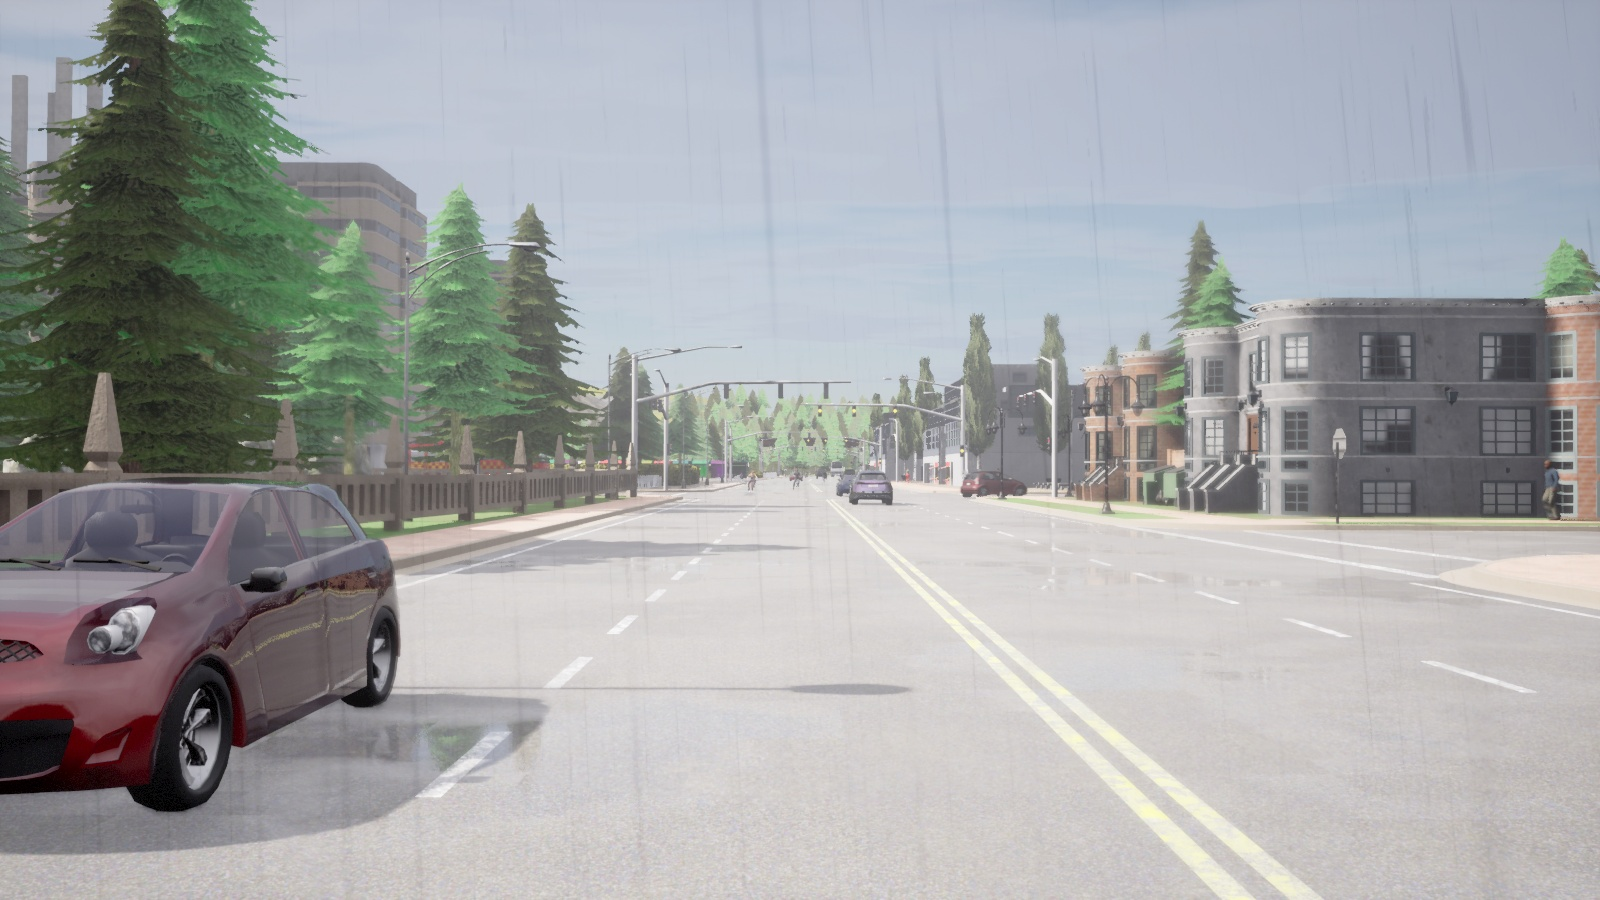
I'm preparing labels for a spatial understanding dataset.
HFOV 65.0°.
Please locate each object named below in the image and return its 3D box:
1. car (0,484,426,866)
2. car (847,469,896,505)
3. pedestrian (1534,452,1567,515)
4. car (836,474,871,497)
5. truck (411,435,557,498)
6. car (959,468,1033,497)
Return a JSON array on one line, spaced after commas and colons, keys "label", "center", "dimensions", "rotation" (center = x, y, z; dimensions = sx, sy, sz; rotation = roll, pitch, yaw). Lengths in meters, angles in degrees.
[{"label": "car", "center": [-3.515, 0.958, 6.892], "dimensions": [1.845, 1.501, 3.633], "rotation": [0, -1, 0]}, {"label": "car", "center": [3.366, 1.734, 59.858], "dimensions": [2.033, 1.649, 4.856], "rotation": [0, -1, 0]}, {"label": "pedestrian", "center": [21.952, 0.971, 36.750], "dimensions": [0.726, 1.835, 0.370], "rotation": [0, -1, 7]}, {"label": "car", "center": [3.324, 2.186, 78.858], "dimensions": [1.994, 1.385, 4.181], "rotation": [0, -1, 0]}, {"label": "truck", "center": [-19.815, 1.053, 79.054], "dimensions": [8.468, 3.827, 2.891], "rotation": [0, -1, 0]}, {"label": "car", "center": [11.630, 1.915, 74.560], "dimensions": [3.988, 1.617, 1.851], "rotation": [0, -1, -28]}]
